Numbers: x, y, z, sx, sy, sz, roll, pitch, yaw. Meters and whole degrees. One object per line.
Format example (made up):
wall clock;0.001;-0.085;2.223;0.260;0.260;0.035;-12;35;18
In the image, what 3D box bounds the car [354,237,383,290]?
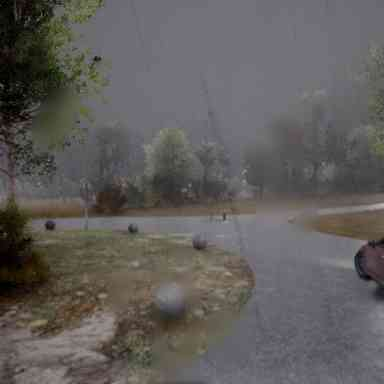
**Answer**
car;4.873;1.517;6.931;1.812;1.442;4.674;0;0;15
